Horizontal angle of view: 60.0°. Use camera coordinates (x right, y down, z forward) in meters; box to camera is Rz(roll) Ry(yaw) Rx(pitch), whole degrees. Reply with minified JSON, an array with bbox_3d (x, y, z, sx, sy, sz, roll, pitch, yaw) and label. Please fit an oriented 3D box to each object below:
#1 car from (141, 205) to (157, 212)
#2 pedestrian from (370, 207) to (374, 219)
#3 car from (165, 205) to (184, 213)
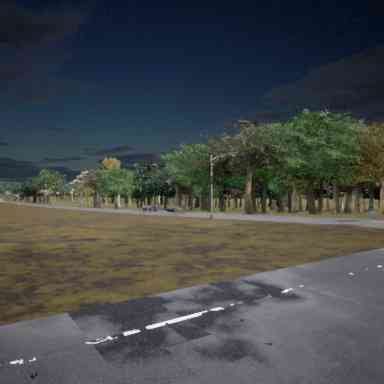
[{"bbox_3d":[-9.263,3.559,71.755,1.837,1.490,4.892,1,-2,-33],"label":"car"},{"bbox_3d":[19.252,2.203,35.553,0.375,1.300,0.375,-2,1,-33],"label":"pedestrian"},{"bbox_3d":[-3.307,3.240,62.855,2.128,1.511,4.902,1,-2,-33],"label":"car"}]
